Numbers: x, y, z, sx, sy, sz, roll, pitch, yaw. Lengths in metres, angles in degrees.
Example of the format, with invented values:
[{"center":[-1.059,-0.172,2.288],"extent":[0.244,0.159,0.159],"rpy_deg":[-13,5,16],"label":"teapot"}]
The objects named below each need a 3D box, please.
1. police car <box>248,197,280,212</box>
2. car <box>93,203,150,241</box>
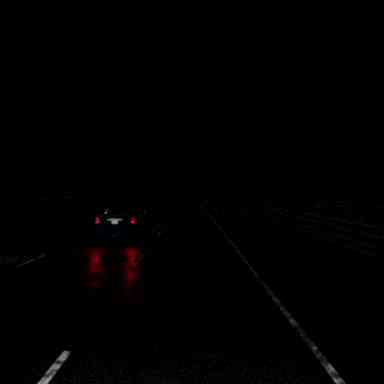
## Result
[{"center":[8.077,1.365,38.335],"extent":[1.930,1.638,5.238],"rpy_deg":[-2,1,-17],"label":"police car"},{"center":[-3.405,1.355,16.792],"extent":[2.097,1.767,4.553],"rpy_deg":[0,0,0],"label":"car"}]
